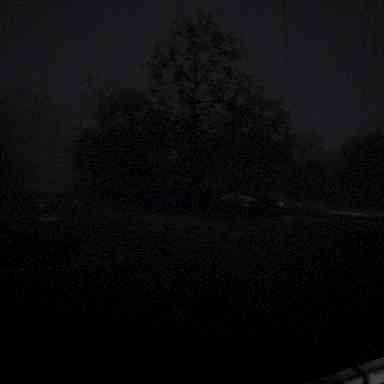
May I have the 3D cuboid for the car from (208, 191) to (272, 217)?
[{"bbox_3d":[2.827,0.809,22.205,2.002,1.452,4.674,2,2,-27],"label":"car"}]

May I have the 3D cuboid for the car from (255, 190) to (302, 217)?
[{"bbox_3d":[5.634,0.714,23.686,2.185,1.767,4.553,1,2,-27],"label":"car"}]
